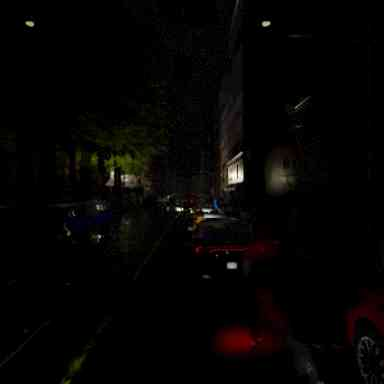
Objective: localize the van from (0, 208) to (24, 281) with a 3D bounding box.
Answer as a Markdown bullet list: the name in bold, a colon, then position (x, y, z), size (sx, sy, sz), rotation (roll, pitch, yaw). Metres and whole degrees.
- **van**: position (-5.677, 1.351, 7.581), size (1.690, 1.788, 3.998), rotation (0, 0, 0)

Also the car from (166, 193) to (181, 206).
- **car**: position (-3.074, 1.373, 55.069), size (2.097, 1.767, 4.553), rotation (0, 0, 0)

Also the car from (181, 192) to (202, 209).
- **car**: position (-0.039, 1.247, 45.685), size (2.150, 2.045, 5.566), rotation (0, 0, 0)

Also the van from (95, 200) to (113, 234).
- **van**: position (-5.687, 1.360, 18.896), size (1.690, 1.788, 3.998), rotation (0, 0, 0)

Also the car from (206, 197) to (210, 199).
- **car**: position (2.824, 1.570, 35.913), size (1.887, 1.381, 4.507), rotation (0, 0, 0)

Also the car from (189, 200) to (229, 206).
- **car**: position (0.882, 1.475, 20.092), size (1.801, 1.575, 5.366), rotation (0, 0, 0)

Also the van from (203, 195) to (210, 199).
- **van**: position (2.813, 1.366, 47.234), size (1.690, 1.788, 3.998), rotation (0, 0, 0)

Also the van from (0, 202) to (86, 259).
- **van**: position (-5.682, 1.356, 13.238), size (1.690, 1.788, 3.998), rotation (0, 0, 0)

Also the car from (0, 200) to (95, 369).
- **car**: position (-3.102, 1.227, 3.967), size (2.150, 2.045, 5.566), rotation (0, 0, 0)

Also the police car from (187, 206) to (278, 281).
- **police car**: position (0.891, 1.437, 10.012), size (1.930, 1.638, 5.238), rotation (0, 0, 0)

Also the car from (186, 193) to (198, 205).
- **car**: position (-0.054, 1.241, 60.490), size (2.150, 2.045, 5.566), rotation (0, 0, 0)

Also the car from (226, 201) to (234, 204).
- **car**: position (2.834, 1.604, 24.592), size (1.802, 1.307, 4.206), rotation (0, 0, 0)

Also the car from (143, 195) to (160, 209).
- **car**: position (-5.711, 1.340, 47.186), size (2.192, 1.841, 5.009), rotation (0, 0, 0)

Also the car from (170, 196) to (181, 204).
- **car**: position (-3.056, 1.544, 62.897), size (1.812, 1.442, 4.674), rotation (0, 0, 0)

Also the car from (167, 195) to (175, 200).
- **car**: position (-5.751, 1.525, 90.705), size (1.752, 1.417, 4.829), rotation (0, 0, 0)

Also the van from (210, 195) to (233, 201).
- **van**: position (2.828, 1.365, 30.252), size (1.690, 1.788, 3.998), rotation (0, 0, 0)

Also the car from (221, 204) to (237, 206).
- **car**: position (2.839, 1.601, 18.931), size (1.802, 1.307, 4.206), rotation (0, 0, 0)

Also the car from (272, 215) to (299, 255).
- **car**: position (2.844, 1.559, 13.271), size (1.887, 1.381, 4.507), rotation (0, 0, 0)

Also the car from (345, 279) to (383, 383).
- **car**: position (2.852, 1.318, 1.950), size (2.192, 1.841, 5.009), rotation (0, 0, 0)
